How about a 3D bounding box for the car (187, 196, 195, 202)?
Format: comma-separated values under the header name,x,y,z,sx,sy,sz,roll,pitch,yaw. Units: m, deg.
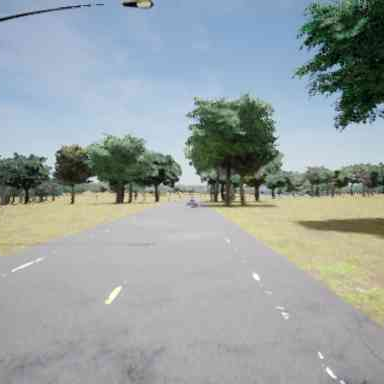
name,x,y,z,sx,sy,sz,roll,pitch,yaw
car,-0.009,1.653,55.001,1.895,1.301,4.718,0,-1,0
